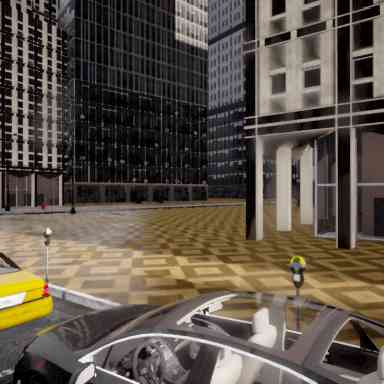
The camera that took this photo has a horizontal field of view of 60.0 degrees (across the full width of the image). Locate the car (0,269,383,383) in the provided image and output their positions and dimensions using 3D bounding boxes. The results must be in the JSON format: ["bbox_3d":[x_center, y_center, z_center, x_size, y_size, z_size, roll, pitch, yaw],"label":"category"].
[{"bbox_3d":[0.256,1.551,2.694,4.403,1.369,2.008,0,0,36],"label":"car"}]

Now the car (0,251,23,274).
[{"bbox_3d":[-4.498,1.525,6.087,4.829,1.417,1.752,0,0,36],"label":"car"}]
